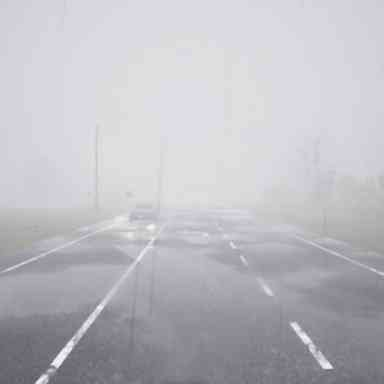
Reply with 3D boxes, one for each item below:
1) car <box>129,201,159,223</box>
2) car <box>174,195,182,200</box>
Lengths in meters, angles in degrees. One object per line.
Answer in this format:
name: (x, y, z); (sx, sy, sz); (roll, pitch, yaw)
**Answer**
car: (-3.593, 1.508, 25.479); (1.837, 1.490, 4.892); (0, 0, 0)
car: (-3.708, 1.425, 88.410); (2.033, 1.411, 5.357); (0, 0, 0)
